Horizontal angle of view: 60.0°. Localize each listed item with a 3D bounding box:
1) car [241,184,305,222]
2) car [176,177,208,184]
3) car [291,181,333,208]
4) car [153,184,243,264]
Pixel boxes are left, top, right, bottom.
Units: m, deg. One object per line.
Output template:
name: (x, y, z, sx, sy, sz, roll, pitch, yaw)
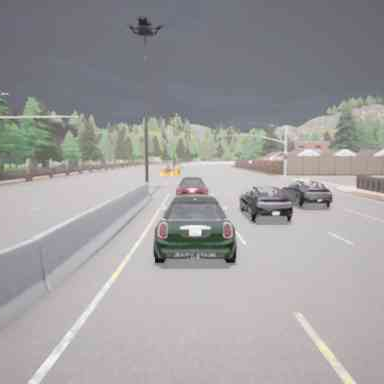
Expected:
car: (3.537, 0.451, 16.435, 2.128, 1.511, 4.902, 0, 6, 0)
car: (0.007, -0.226, 21.790, 2.097, 1.767, 4.553, 0, 6, 0)
car: (7.014, 0.029, 20.669, 2.128, 1.511, 4.902, 0, 6, 0)
car: (0.069, 0.845, 10.109, 2.097, 1.767, 4.553, 0, 4, 0)
